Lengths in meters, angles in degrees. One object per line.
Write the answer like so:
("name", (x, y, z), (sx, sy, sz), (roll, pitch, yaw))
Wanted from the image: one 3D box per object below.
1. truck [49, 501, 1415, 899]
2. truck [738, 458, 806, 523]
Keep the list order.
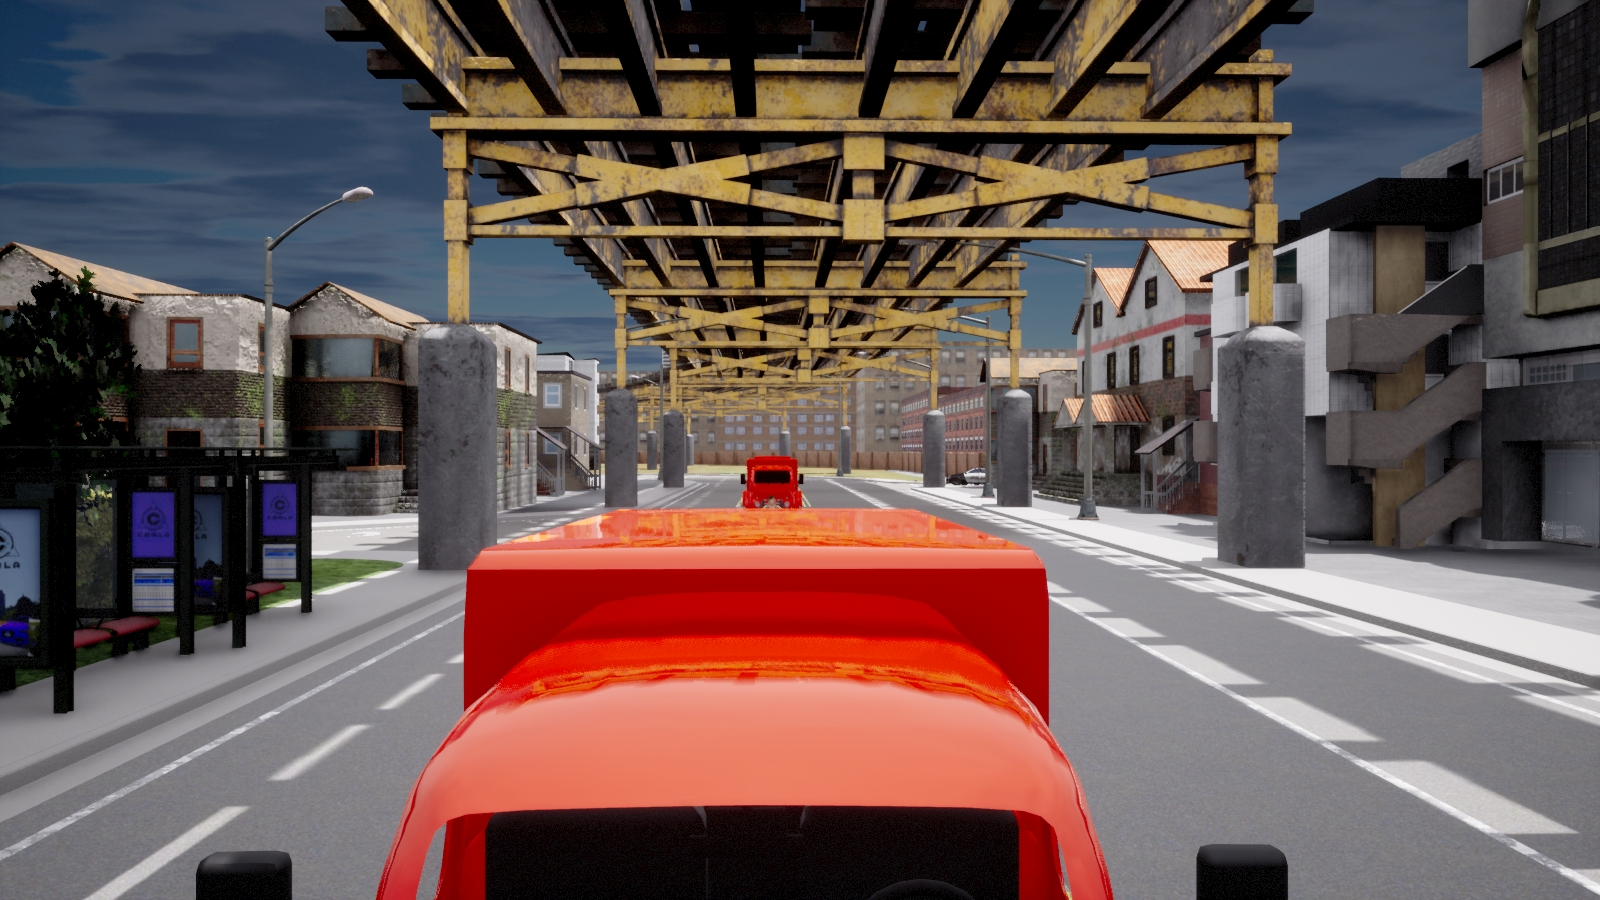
("truck", (-0.167, 1.568, 4.802), (2.627, 2.467, 5.204), (0, 0, -1))
("truck", (-1.137, 1.568, 46.741), (2.627, 2.467, 5.204), (0, 0, -1))
